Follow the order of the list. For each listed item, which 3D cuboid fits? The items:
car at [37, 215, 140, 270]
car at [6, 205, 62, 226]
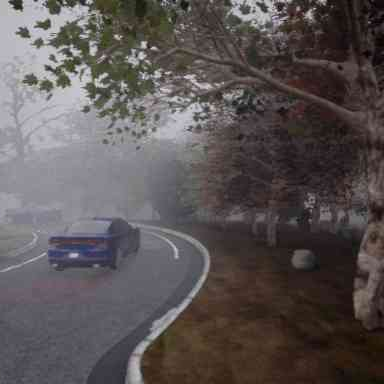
[{"bbox_3d":[-3.072,1.581,11.452,1.882,1.535,5.008,0,0,3],"label":"car"},{"bbox_3d":[-12.289,1.754,25.808,5.008,1.535,1.882,0,-1,28],"label":"car"}]
